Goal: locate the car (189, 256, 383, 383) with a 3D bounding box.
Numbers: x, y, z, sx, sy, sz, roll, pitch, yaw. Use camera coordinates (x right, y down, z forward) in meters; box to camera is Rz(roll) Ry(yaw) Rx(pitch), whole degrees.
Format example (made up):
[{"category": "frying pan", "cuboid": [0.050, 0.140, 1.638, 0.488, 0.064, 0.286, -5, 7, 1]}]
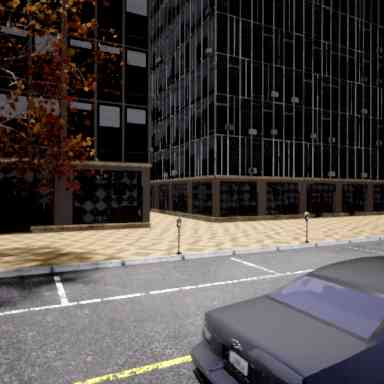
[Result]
[{"category": "car", "cuboid": [2.660, 1.547, 4.030, 5.357, 1.411, 2.033, 0, 0, -26]}]
